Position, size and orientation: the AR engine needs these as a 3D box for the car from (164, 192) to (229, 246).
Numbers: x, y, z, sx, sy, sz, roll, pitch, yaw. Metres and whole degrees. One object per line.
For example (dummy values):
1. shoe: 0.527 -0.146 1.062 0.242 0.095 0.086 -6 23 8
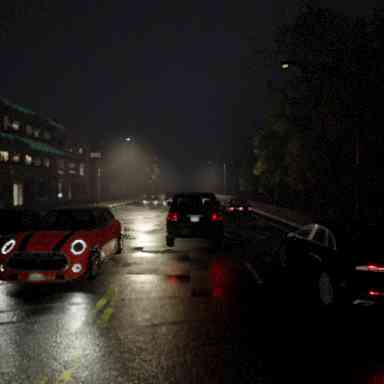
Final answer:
1. car: 0.099 1.001 14.267 2.150 2.045 5.566 0 1 0

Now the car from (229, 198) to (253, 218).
1. car: 3.349 1.159 25.285 2.033 1.411 5.357 0 1 0

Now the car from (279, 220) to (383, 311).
1. car: 3.350 1.375 7.460 2.128 1.511 4.902 0 1 0

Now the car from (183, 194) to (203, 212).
1. car: 0.098 1.009 32.265 1.837 1.490 4.892 0 1 0

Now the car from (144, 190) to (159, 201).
1. car: -6.569 0.523 54.081 2.097 1.767 4.553 0 1 0

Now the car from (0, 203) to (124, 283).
1. car: -3.352 1.206 9.383 2.097 1.767 4.553 0 1 0

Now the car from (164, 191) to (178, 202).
1. car: -3.317 0.671 52.541 1.882 1.535 5.008 0 1 0
